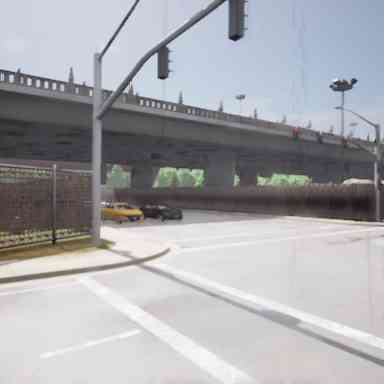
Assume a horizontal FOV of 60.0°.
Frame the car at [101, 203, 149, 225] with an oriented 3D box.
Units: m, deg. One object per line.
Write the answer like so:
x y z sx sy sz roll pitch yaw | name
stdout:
-5.511 1.610 25.682 1.882 1.535 5.008 1 0 -36 | car

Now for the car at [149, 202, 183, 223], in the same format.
-2.660 1.636 27.711 1.882 1.535 5.008 1 0 -36 | car
